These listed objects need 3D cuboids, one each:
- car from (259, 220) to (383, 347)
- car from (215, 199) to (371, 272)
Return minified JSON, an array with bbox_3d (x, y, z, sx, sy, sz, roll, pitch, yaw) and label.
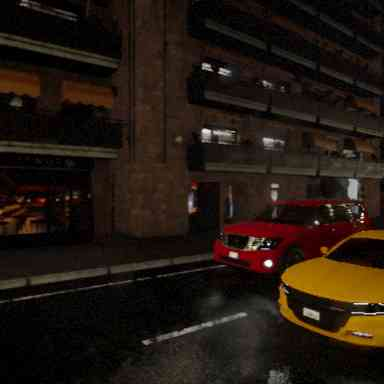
[{"bbox_3d":[3.747,1.494,6.266,5.008,1.535,1.882,0,0,-36],"label":"car"},{"bbox_3d":[3.270,1.232,9.927,5.566,2.045,2.150,0,0,-36],"label":"car"}]
